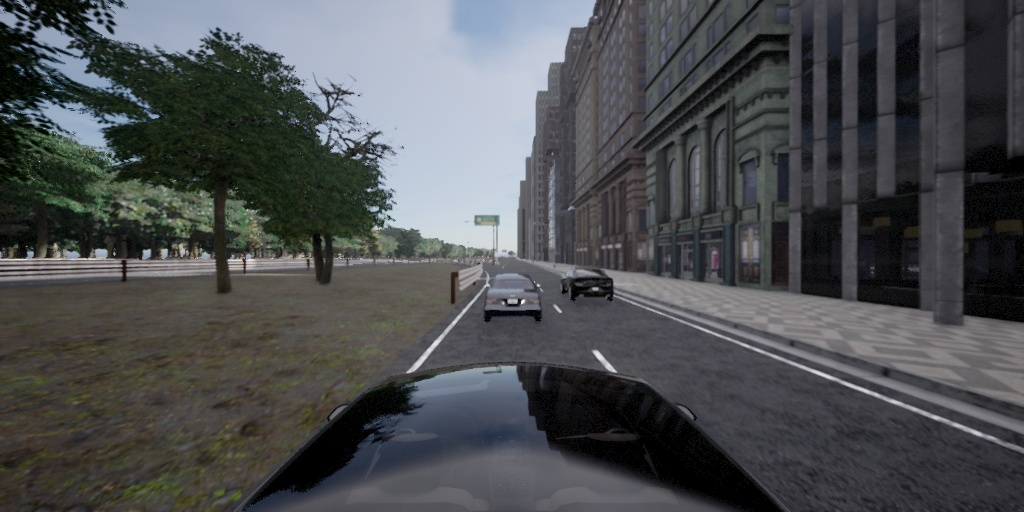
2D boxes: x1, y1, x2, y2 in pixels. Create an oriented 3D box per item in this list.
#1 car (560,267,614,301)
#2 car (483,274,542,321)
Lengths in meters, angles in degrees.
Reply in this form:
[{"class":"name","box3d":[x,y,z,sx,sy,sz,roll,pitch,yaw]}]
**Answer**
[{"class":"car","box3d":[3.577,1.268,17.762,1.882,1.535,5.008,0,0,0]},{"class":"car","box3d":[0.041,1.324,12.575,2.033,1.411,5.357,0,0,1]}]
